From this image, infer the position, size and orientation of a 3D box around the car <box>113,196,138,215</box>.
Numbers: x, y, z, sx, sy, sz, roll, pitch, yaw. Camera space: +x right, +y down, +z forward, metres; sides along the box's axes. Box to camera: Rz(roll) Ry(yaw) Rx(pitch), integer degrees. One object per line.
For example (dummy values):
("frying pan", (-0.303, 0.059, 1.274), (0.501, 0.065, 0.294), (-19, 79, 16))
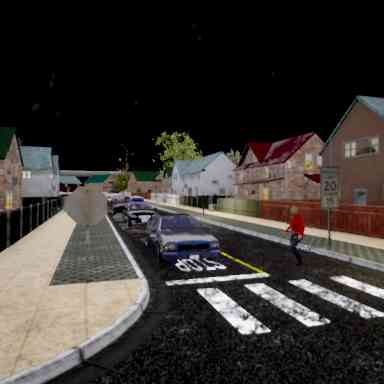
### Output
("car", (-6.659, 1.402, 32.344), (1.994, 1.385, 4.181), (0, 0, -16))

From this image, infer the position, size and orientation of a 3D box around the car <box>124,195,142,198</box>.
("car", (-7.931, 1.230, 46.682), (1.882, 1.535, 5.008), (0, 0, -17))

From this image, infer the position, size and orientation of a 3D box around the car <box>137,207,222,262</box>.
("car", (-0.616, 1.492, 12.239), (2.033, 1.411, 5.357), (0, 0, -15))

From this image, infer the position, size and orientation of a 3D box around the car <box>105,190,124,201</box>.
("car", (-10.992, 0.636, 46.921), (2.150, 2.045, 5.566), (0, 0, -17))

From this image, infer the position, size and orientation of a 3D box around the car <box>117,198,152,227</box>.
("car", (-3.462, 1.387, 21.767), (2.128, 1.511, 4.902), (0, 0, -17))

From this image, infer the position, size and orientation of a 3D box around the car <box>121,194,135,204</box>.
("car", (-10.921, 1.172, 56.513), (1.882, 1.535, 5.008), (0, 0, -17))

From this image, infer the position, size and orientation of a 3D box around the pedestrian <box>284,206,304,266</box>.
("pedestrian", (3.047, 1.245, 9.733), (0.375, 1.860, 0.375), (0, 0, -17))
